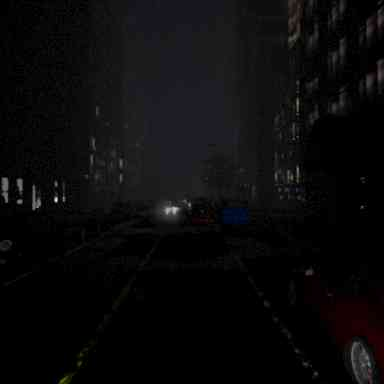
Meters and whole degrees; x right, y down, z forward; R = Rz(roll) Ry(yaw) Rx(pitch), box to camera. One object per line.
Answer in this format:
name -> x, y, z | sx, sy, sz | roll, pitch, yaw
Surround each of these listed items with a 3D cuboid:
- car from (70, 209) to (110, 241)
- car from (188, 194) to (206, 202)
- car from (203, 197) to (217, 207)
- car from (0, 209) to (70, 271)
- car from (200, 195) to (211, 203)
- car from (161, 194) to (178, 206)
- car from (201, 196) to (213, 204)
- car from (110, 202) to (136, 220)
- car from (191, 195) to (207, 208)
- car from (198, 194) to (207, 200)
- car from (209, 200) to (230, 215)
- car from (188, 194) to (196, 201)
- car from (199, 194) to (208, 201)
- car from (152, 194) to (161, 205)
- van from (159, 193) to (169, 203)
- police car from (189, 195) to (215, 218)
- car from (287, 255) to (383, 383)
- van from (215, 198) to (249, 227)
car -> -5.697, 1.521, 16.245 | 2.008, 1.369, 4.403 | 0, 0, 0
car -> 0.885, 1.272, 39.926 | 2.097, 1.767, 4.553 | 0, 0, 0
car -> 2.672, 1.481, 50.400 | 1.802, 1.307, 4.206 | 0, 0, 0
car -> -5.695, 1.422, 10.553 | 1.967, 1.590, 4.097 | 0, 0, 0
car -> 2.667, 1.403, 67.477 | 2.008, 1.369, 4.403 | 0, 0, 0
car -> -3.098, 1.388, 50.840 | 2.128, 1.511, 4.902 | 0, 0, 0
car -> 2.669, 1.421, 61.784 | 2.008, 1.369, 4.403 | 0, 0, 0
car -> -5.701, 1.528, 27.630 | 1.802, 1.307, 4.206 | 0, 0, 0
car -> 0.883, 1.260, 45.926 | 2.097, 1.767, 4.553 | 0, 0, 0
car -> 2.661, 1.231, 84.554 | 1.967, 1.590, 4.097 | 0, 0, 0
car -> 2.678, 1.517, 33.322 | 1.802, 1.307, 4.206 | 0, 0, 0
car -> -0.029, 1.314, 80.718 | 1.994, 1.385, 4.181 | 0, 0, 0
car -> 2.663, 1.252, 78.862 | 1.967, 1.590, 4.097 | 0, 0, 0
car -> -5.710, 1.436, 56.093 | 2.008, 1.369, 4.403 | 0, 0, 0
van -> -5.714, 1.193, 67.477 | 1.690, 1.788, 3.998 | 0, 0, 0
police car -> 0.889, 1.367, 30.066 | 1.930, 1.638, 5.238 | 0, 0, 0
car -> 2.688, 1.575, 4.861 | 1.802, 1.307, 4.206 | 0, 0, 0
van -> 2.682, 1.300, 21.938 | 1.690, 1.788, 3.998 | 0, 0, 0
